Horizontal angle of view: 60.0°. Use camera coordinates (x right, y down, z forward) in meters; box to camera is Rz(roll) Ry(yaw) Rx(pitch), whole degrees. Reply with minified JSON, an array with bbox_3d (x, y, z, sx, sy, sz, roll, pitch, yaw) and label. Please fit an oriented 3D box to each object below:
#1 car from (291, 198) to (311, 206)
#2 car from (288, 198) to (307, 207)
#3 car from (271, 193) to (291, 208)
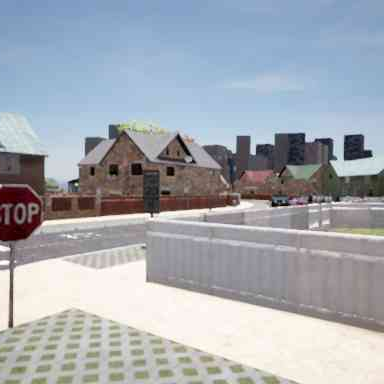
[{"bbox_3d":[13.611,1.587,40.795,1.994,1.385,4.181,2,1,20],"label":"car"},{"bbox_3d":[16.259,1.590,51.310,1.895,1.301,4.718,1,0,7],"label":"car"},{"bbox_3d":[11.668,1.173,43.647,2.150,2.045,5.566,2,0,18],"label":"car"}]
